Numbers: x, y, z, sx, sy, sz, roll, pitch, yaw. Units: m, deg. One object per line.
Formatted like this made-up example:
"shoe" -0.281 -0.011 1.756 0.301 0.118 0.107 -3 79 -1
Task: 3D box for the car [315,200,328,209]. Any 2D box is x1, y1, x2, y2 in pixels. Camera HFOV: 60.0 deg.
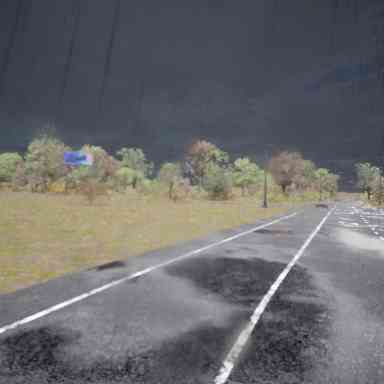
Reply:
"car" 22.776 2.156 58.262 1.994 1.385 4.181 2 0 25
